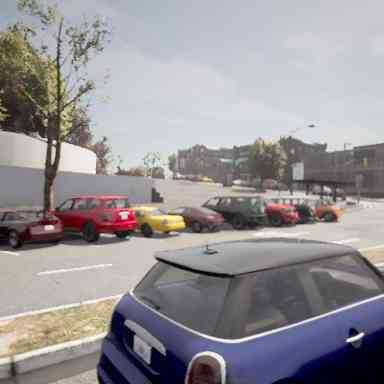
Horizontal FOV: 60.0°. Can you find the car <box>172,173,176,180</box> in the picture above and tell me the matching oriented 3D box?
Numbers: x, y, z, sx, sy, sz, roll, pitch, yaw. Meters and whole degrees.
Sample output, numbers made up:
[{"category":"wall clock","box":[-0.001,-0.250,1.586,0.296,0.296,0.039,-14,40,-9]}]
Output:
[{"category":"car","box":[-3.448,-4.311,94.596,2.435,2.045,5.566,1,-1,34]}]

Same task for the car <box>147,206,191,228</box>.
[{"category":"car","box":[-2.932,1.510,18.332,5.366,1.575,1.946,-1,-1,34]}]

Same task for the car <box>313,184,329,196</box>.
[{"category":"car","box":[22.704,-0.376,57.847,2.435,2.045,5.566,7,3,35]}]

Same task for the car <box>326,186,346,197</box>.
[{"category":"car","box":[24.398,0.186,55.377,2.002,1.452,4.674,7,3,35]}]

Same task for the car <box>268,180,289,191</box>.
[{"category":"car","box":[17.483,-0.942,65.225,2.231,1.521,4.892,7,3,35]}]

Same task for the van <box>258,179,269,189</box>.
[{"category":"van","box":[15.720,-1.441,67.585,1.878,1.987,4.442,7,4,35]}]

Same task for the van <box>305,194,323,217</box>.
[{"category":"van","box":[7.144,1.316,25.107,4.442,1.987,1.878,-1,-1,35]}]

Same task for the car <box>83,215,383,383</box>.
[{"category":"car","box":[1.303,1.359,4.065,4.553,1.767,2.097,0,0,-36]}]

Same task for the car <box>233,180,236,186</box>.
[{"category":"car","box":[10.574,-1.993,75.101,2.002,1.452,4.674,7,3,35]}]

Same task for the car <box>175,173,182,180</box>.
[{"category":"car","box":[-1.673,-4.034,92.251,2.185,1.767,4.553,4,1,33]}]

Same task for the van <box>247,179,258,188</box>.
[{"category":"van","box":[13.987,-1.714,70.054,1.878,1.987,4.442,7,3,35]}]

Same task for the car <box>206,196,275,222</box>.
[{"category":"car","box":[2.097,1.276,21.725,5.566,2.045,2.435,-1,-1,35]}]

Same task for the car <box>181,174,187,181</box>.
[{"category":"car","box":[0.061,-3.800,89.784,2.185,1.767,4.553,6,3,34]}]

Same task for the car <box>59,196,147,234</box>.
[{"category":"car","box":[-5.249,1.252,16.501,5.566,2.045,2.435,-1,-1,34]}]

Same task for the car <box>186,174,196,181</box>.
[{"category":"car","box":[1.858,-3.648,87.320,2.435,2.045,5.566,7,3,34]}]

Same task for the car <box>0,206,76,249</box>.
[{"category":"car","box":[-7.691,1.526,14.752,4.792,1.488,2.163,-1,-1,34]}]

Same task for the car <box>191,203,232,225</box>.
[{"category":"car","box":[-0.328,1.559,19.963,4.674,1.452,2.002,-1,-1,35]}]

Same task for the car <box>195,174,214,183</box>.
[{"category":"car","box":[3.712,-3.125,85.063,1.946,1.575,5.366,7,3,34]}]

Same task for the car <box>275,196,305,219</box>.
[{"category":"car","box":[4.608,1.283,23.433,5.566,2.045,2.435,-1,-1,35]}]

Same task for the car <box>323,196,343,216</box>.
[{"category":"car","box":[9.550,1.425,26.861,4.553,1.767,2.185,-1,-1,35]}]

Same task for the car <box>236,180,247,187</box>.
[{"category":"car","box":[12.409,-1.761,72.783,1.946,1.575,5.366,7,3,35]}]
